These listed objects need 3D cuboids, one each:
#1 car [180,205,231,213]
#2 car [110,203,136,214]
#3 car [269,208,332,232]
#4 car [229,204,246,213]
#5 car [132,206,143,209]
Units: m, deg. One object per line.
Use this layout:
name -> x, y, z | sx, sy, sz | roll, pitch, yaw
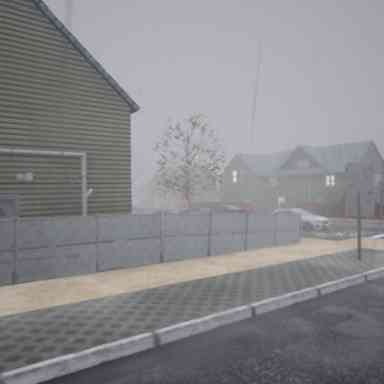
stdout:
car -> 0.813, 2.100, 30.962 | 2.033, 1.411, 5.357 | -1, -1, -36
car -> -10.945, 2.574, 52.370 | 2.128, 1.511, 4.902 | -1, -1, -35
car -> 6.980, 1.827, 22.362 | 1.812, 1.442, 4.674 | -1, -1, -36
car -> 3.145, 1.986, 32.789 | 1.882, 1.535, 5.008 | -1, -1, -36
car -> -7.174, 2.439, 42.126 | 1.994, 1.385, 4.181 | -1, 0, -35
